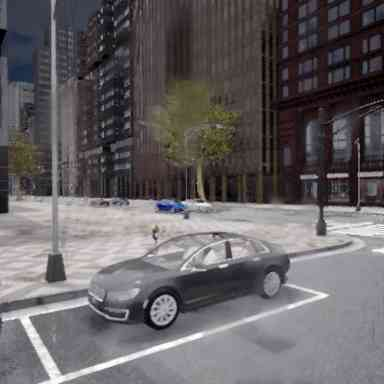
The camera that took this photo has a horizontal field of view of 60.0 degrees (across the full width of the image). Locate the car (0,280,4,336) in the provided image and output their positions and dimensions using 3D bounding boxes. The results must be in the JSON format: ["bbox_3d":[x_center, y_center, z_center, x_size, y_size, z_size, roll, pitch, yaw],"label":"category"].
[{"bbox_3d":[-4.427,1.573,3.495,4.313,1.339,1.947,0,0,-35],"label":"car"}]

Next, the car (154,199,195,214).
[{"bbox_3d":[-2.217,1.498,35.618,1.882,1.535,5.008,-1,0,-36],"label":"car"}]

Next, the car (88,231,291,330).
[{"bbox_3d":[0.162,1.534,6.767,4.403,1.369,2.008,0,0,-35],"label":"car"}]

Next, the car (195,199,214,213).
[{"bbox_3d":[0.503,1.516,37.404,1.812,1.442,4.674,-1,0,-36],"label":"car"}]

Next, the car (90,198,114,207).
[{"bbox_3d":[-14.662,1.682,53.157,1.895,1.301,4.718,-1,0,-36],"label":"car"}]

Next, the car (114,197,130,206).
[{"bbox_3d":[-11.923,1.568,54.908,1.837,1.490,4.892,-1,0,-35],"label":"car"}]
